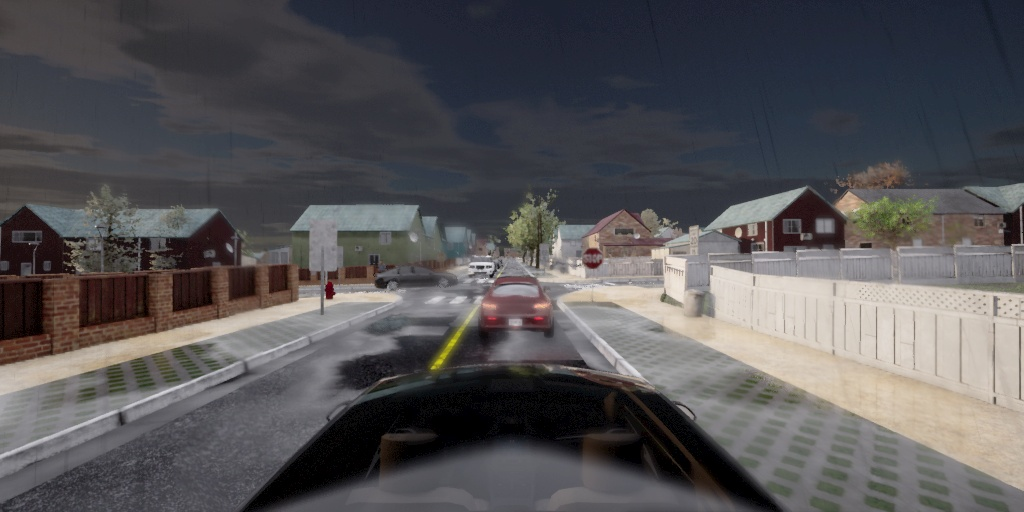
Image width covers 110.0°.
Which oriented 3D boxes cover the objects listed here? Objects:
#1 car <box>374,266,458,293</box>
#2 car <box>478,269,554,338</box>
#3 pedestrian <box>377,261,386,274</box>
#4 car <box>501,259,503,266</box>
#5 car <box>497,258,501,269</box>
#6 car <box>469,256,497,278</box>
[{"bbox_3d":[-5.792,1.336,21.802,4.892,1.490,1.837,-2,0,-18],"label":"car"},{"bbox_3d":[0.138,1.278,10.123,1.812,1.442,4.674,0,0,2],"label":"car"},{"bbox_3d":[-9.680,1.212,26.548,0.375,1.860,0.375,0,0,0],"label":"pedestrian"},{"bbox_3d":[-2.816,1.225,54.763,1.882,1.535,5.008,0,0,0],"label":"car"},{"bbox_3d":[-2.824,1.242,44.596,2.128,1.511,4.902,0,0,0],"label":"car"},{"bbox_3d":[-2.819,0.973,34.363,2.150,2.045,5.566,0,0,0],"label":"car"}]
